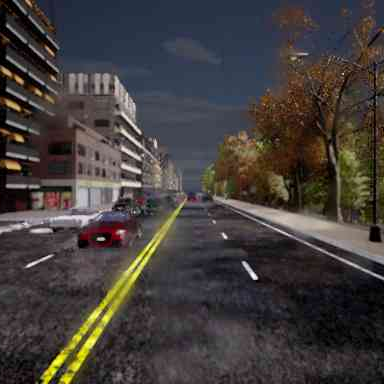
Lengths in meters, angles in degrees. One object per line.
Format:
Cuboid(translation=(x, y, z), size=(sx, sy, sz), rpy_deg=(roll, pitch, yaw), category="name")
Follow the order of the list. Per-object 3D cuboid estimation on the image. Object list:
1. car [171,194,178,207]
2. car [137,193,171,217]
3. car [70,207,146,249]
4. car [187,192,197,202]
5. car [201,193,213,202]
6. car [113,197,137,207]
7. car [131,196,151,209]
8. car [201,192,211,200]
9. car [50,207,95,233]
Cuboid(translation=(-3.347, 1.319, 46.124), size=(1.837, 1.490, 4.892), rpy_deg=(0, 0, 0), category="car")
Cuboid(translation=(-3.358, 1.241, 30.107), size=(2.097, 1.767, 4.553), rpy_deg=(0, 1, 0), category="car")
Cuboid(translation=(-3.359, 1.536, 14.203), size=(1.994, 1.385, 4.181), rpy_deg=(0, 0, 0), category="car")
Cuboid(translation=(-0.009, 1.213, 66.282), size=(1.882, 1.535, 5.008), rpy_deg=(0, 0, 0), category="car")
Cuboid(translation=(3.241, 1.238, 66.283), size=(1.837, 1.490, 4.892), rpy_deg=(0, 0, 0), category="car")
Cuboid(translation=(-6.703, 1.365, 33.881), size=(1.837, 1.490, 4.892), rpy_deg=(0, 0, 2), category="car")
Cuboid(translation=(-6.598, 1.298, 43.830), size=(1.882, 1.535, 5.008), rpy_deg=(0, 0, 0), category="car")
Cuboid(translation=(3.240, 0.964, 76.668), size=(2.097, 1.767, 4.553), rpy_deg=(0, 0, 0), category="car")
Cuboid(translation=(-6.619, 1.583, 19.728), size=(1.895, 1.301, 4.718), rpy_deg=(-1, 0, 0), category="car")
